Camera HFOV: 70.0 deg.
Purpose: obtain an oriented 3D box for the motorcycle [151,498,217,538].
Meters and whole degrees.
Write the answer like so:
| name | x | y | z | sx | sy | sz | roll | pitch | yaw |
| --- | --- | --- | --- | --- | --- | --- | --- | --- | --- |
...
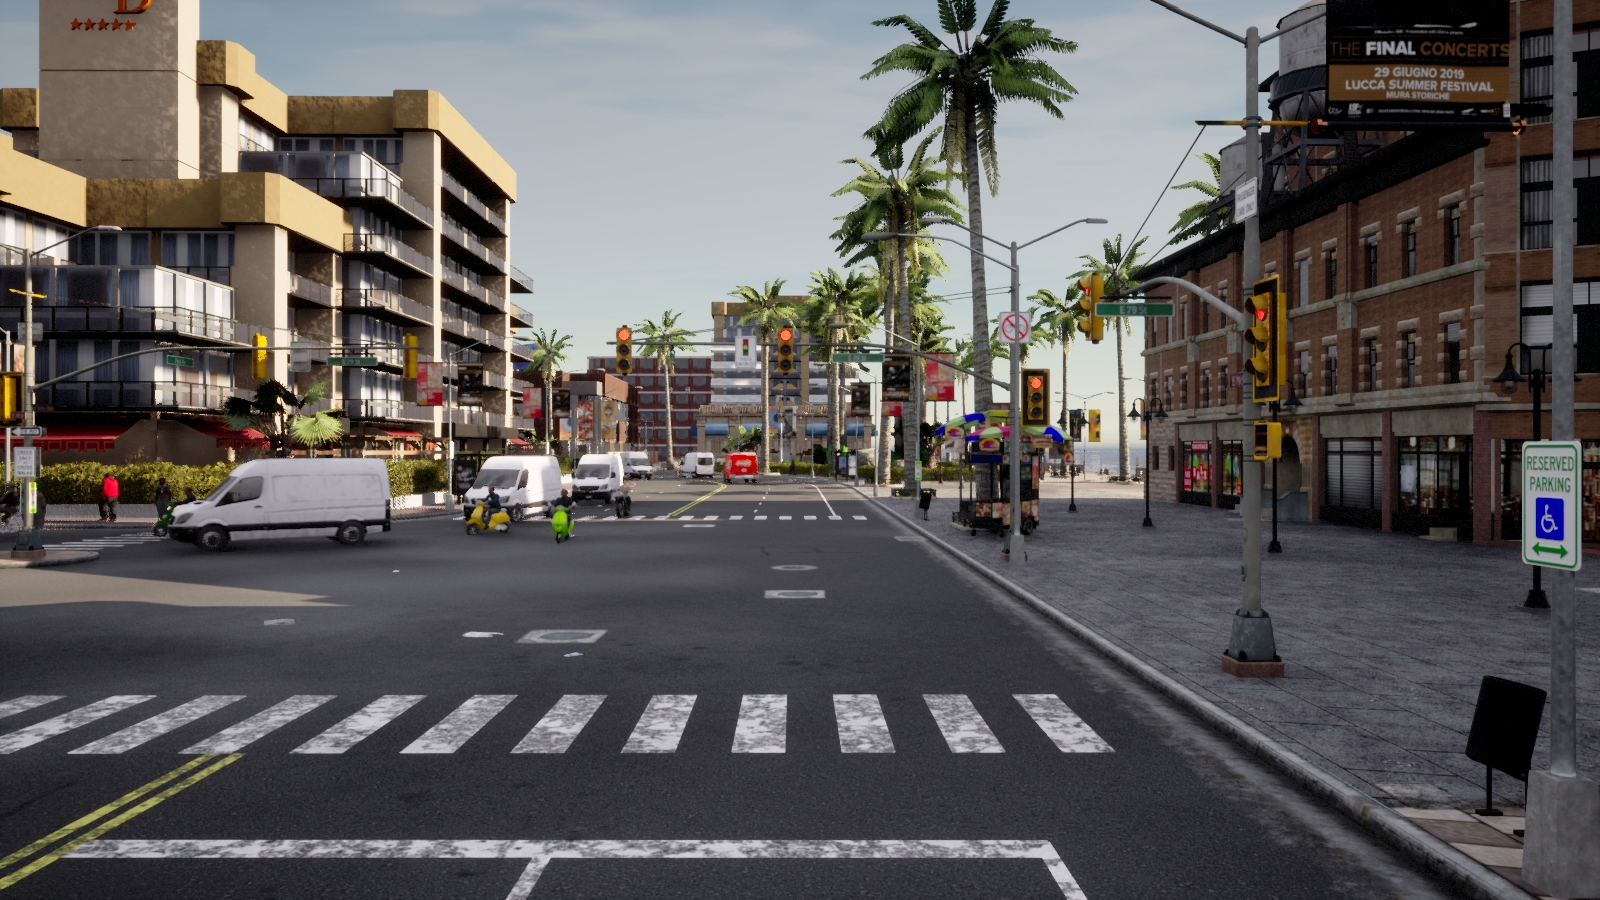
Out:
| name | x | y | z | sx | sy | sz | roll | pitch | yaw |
| --- | --- | --- | --- | --- | --- | --- | --- | --- | --- |
| motorcycle | -19.865 | 2.182 | 36.891 | 1.805 | 1.236 | 0.856 | 0 | -1 | -22 |

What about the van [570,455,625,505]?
| name | x | y | z | sx | sy | sz | roll | pitch | yaw |
| --- | --- | --- | --- | --- | --- | --- | --- | --- | --- |
| van | -10.828 | 1.535 | 61.502 | 1.988 | 2.561 | 5.915 | 0 | 0 | 0 |

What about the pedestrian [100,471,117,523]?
| name | x | y | z | sx | sy | sz | roll | pitch | yaw |
| --- | --- | --- | --- | --- | --- | --- | --- | --- | --- |
| pedestrian | -25.185 | 1.696 | 41.606 | 0.375 | 1.860 | 0.375 | 0 | 0 | 17 |

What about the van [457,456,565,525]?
| name | x | y | z | sx | sy | sz | roll | pitch | yaw |
| --- | --- | --- | --- | --- | --- | --- | --- | --- | --- |
| van | -11.521 | 1.534 | 46.078 | 1.988 | 2.561 | 5.915 | 0 | 0 | 9 |

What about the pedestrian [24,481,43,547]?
| name | x | y | z | sx | sy | sz | roll | pitch | yaw |
| --- | --- | --- | --- | --- | --- | --- | --- | --- | --- |
| pedestrian | -22.198 | 1.848 | 33.091 | 0.375 | 1.860 | 0.375 | 0 | 0 | -19 |

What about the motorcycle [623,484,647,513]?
| name | x | y | z | sx | sy | sz | roll | pitch | yaw |
| --- | --- | --- | --- | --- | --- | --- | --- | --- | --- |
| motorcycle | -7.480 | 2.182 | 51.784 | 0.856 | 1.236 | 1.805 | 0 | 0 | 0 |

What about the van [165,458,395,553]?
| name | x | y | z | sx | sy | sz | roll | pitch | yaw |
| --- | --- | --- | --- | --- | --- | --- | --- | --- | --- |
| van | -15.194 | 1.535 | 33.573 | 5.915 | 2.561 | 1.988 | 0 | 0 | -34 |

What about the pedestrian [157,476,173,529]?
| name | x | y | z | sx | sy | sz | roll | pitch | yaw |
| --- | --- | --- | --- | --- | --- | --- | --- | --- | --- |
| pedestrian | -22.411 | 1.848 | 40.303 | 0.375 | 1.860 | 0.375 | 0 | 0 | -6 |

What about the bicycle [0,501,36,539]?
| name | x | y | z | sx | sy | sz | roll | pitch | yaw |
| --- | --- | --- | --- | --- | --- | --- | --- | --- | --- |
| bicycle | -25.192 | 2.210 | 36.085 | 1.835 | 1.171 | 0.329 | 1 | 0 | -4 |
